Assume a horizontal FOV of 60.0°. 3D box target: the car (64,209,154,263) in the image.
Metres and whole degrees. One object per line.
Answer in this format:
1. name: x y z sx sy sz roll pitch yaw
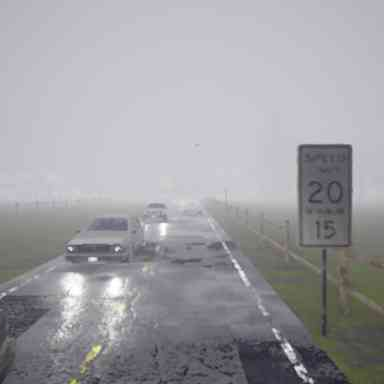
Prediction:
1. car: -2.853 1.558 12.227 2.033 1.411 5.357 0 0 0

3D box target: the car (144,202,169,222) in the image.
1. car: -2.838 1.546 26.864 1.812 1.442 4.674 0 0 0

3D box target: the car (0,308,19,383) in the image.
1. car: -2.665 1.549 1.225 2.033 1.411 5.357 0 0 -3

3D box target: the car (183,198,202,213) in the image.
1. car: 0.045 1.551 36.612 1.812 1.442 4.674 0 0 1

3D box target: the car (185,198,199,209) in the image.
1. car: 0.007 1.595 47.979 1.994 1.385 4.181 0 0 0
